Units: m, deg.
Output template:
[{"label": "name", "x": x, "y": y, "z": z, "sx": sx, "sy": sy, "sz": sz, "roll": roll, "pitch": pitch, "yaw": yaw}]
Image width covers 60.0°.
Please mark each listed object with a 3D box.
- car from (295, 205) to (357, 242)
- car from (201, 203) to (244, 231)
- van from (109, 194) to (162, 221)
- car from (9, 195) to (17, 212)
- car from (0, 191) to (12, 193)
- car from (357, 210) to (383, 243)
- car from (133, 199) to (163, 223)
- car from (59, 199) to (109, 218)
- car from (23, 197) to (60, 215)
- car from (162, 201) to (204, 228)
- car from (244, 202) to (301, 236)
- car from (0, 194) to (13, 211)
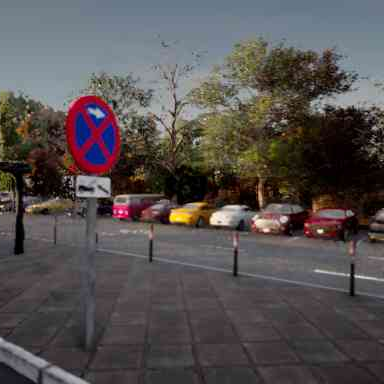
[{"label": "car", "x": 7.395, "y": 1.552, "z": 17.463, "sx": 2.097, "sy": 1.535, "sz": 5.008, "roll": 1, "pitch": 0, "yaw": 35}, {"label": "car", "x": 2.866, "y": 1.538, "z": 20.673, "sx": 2.002, "sy": 1.452, "sz": 4.674, "roll": 1, "pitch": 0, "yaw": 35}, {"label": "van", "x": -3.849, "y": 1.192, "z": 25.594, "sx": 1.878, "sy": 1.987, "sz": 4.442, "roll": 1, "pitch": 0, "yaw": 35}, {"label": "car", "x": -15.211, "y": 1.317, "z": 33.566, "sx": 2.163, "sy": 1.488, "sz": 4.792, "roll": 1, "pitch": 0, "yaw": 35}, {"label": "car", "x": -24.290, "y": 0.931, "z": 39.952, "sx": 2.435, "sy": 2.045, "sz": 5.566, "roll": 1, "pitch": 0, "yaw": 35}, {"label": "car", "x": 9.650, "y": 1.581, "z": 15.845, "sx": 2.231, "sy": 1.521, "sz": 4.892, "roll": 1, "pitch": 0, "yaw": 35}, {"label": "car", "x": -1.659, "y": 1.485, "z": 23.890, "sx": 2.002, "sy": 1.452, "sz": 4.674, "roll": 1, "pitch": 0, "yaw": 35}, {"label": "car", "x": -8.458, "y": 1.395, "z": 28.693, "sx": 2.163, "sy": 1.488, "sz": 4.792, "roll": 1, "pitch": 0, "yaw": 35}, {"label": "car", "x": -13.073, "y": 1.310, "z": 31.783, "sx": 1.946, "sy": 1.575, "sz": 5.366, "roll": 1, "pitch": 0, "yaw": 35}, {"label": "car", "x": 0.603, "y": 1.471, "z": 22.279, "sx": 2.097, "sy": 1.535, "sz": 5.008, "roll": 1, "pitch": 0, "yaw": 35}, {"label": "car", "x": 5.149, "y": 1.399, "z": 19.091, "sx": 2.185, "sy": 1.767, "sz": 4.553, "roll": 1, "pitch": 0, "yaw": 35}, {"label": "car", "x": -17.485, "y": 1.262, "z": 35.156, "sx": 2.231, "sy": 1.521, "sz": 4.892, "roll": 1, "pitch": 0, "yaw": 35}]
